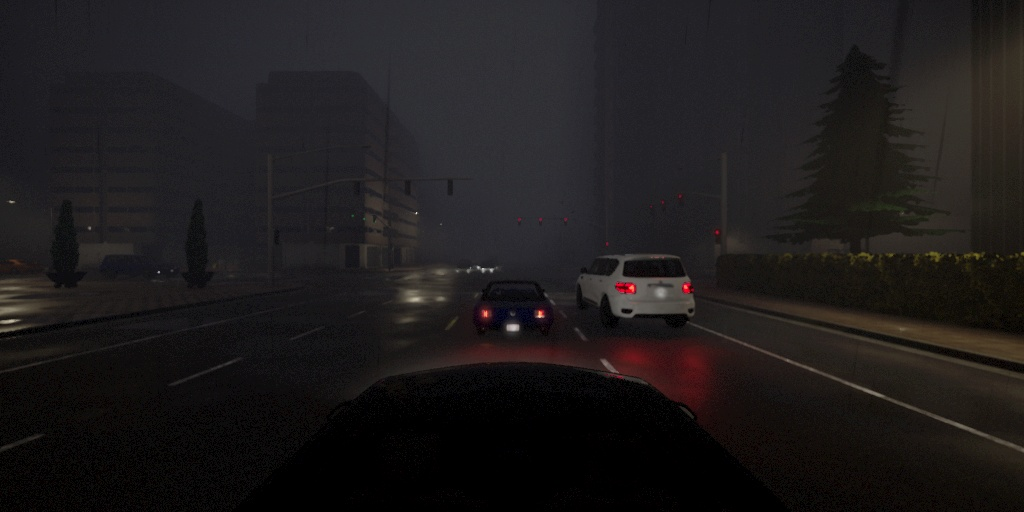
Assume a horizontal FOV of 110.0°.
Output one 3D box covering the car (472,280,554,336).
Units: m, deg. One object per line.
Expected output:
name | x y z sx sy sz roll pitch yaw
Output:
car | 0.045 1.335 10.350 1.895 1.301 4.718 0 0 0

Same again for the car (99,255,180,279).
car | -32.203 0.916 31.065 5.566 2.045 2.150 0 0 1

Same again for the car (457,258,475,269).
car | -7.147 1.130 54.397 1.882 1.535 5.008 0 1 0

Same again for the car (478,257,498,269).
car | -3.648 1.215 54.284 1.994 1.385 4.181 0 0 0

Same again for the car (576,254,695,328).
car | 3.575 0.954 11.477 2.150 2.045 5.566 0 0 -2

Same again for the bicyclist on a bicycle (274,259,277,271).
bicyclist on a bicycle | -28.693 0.974 43.018 0.582 1.620 1.656 0 0 0
